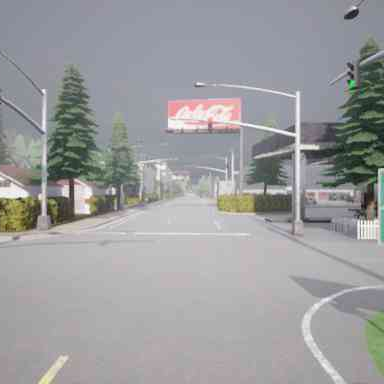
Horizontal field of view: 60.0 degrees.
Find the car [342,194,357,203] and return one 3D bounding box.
[{"bbox_3d":[34.918,1.619,71.755,2.007,1.523,4.514,0,0,0],"label":"car"}]

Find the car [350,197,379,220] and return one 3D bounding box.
[{"bbox_3d":[14.373,1.550,24.900,3.866,1.878,1.905,0,0,0],"label":"car"}]

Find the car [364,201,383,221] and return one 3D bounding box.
[{"bbox_3d":[18.700,1.727,30.569,4.611,1.667,2.242,0,0,0],"label":"car"}]

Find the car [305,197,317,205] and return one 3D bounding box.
[{"bbox_3d":[22.513,1.668,63.965,1.970,1.475,3.806,0,0,0],"label":"car"}]
